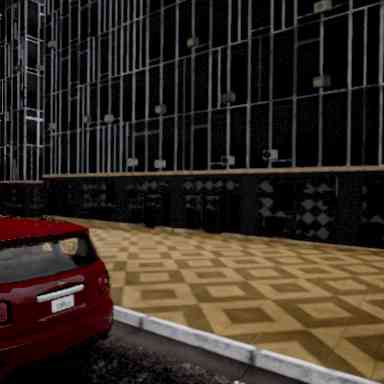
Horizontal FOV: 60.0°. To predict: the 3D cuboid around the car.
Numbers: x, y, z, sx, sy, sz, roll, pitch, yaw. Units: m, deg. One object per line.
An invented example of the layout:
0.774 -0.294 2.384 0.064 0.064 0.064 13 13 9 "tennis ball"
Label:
-3.367 1.312 5.068 5.009 1.841 2.192 0 1 36 "car"
